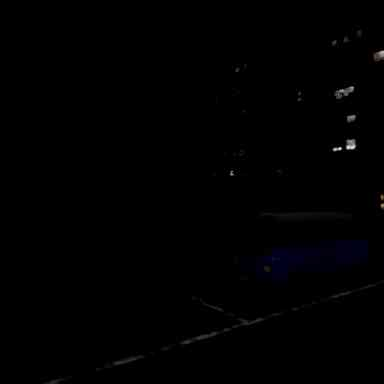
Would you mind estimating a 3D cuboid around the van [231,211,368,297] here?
[{"bbox_3d":[2.847,1.409,8.529,3.998,1.788,1.690,1,1,-35],"label":"van"}]
